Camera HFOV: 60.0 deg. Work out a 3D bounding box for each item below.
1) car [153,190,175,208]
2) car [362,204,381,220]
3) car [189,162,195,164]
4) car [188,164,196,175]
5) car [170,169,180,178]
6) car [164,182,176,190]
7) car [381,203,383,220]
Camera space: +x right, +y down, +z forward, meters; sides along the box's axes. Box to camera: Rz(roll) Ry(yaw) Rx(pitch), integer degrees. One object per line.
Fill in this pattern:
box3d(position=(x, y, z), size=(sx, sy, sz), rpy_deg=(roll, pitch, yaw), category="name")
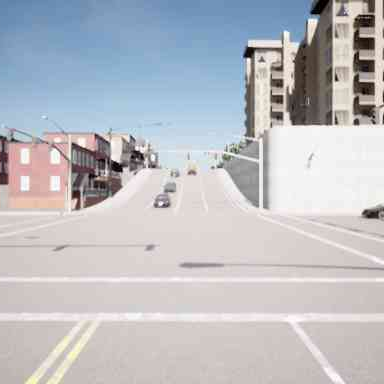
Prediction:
box3d(position=(-3.590, 1.011, 40.715), size=(2.128, 1.511, 4.902), rpy_deg=(0, 5, 0), category="car")
box3d(position=(16.127, 1.491, 26.962), size=(4.181, 1.385, 1.994), rpy_deg=(0, 0, 0), category="car")
box3d(position=(-0.003, -6.492, 81.820), size=(2.097, 1.767, 4.553), rpy_deg=(0, 6, 0), category="car")
box3d(position=(-0.003, -4.545, 71.957), size=(1.895, 1.301, 4.718), rpy_deg=(0, 12, 0), category="car")
box3d(position=(-3.502, -3.962, 68.919), size=(2.128, 1.511, 4.902), rpy_deg=(0, 13, 0), category="car")
box3d(position=(-3.570, -0.846, 54.677), size=(2.033, 1.411, 5.357), rpy_deg=(0, 11, 0), category="car")
box3d(position=(16.561, 1.428, 23.467), size=(4.902, 1.511, 2.128), rpy_deg=(0, 0, 0), category="car")
